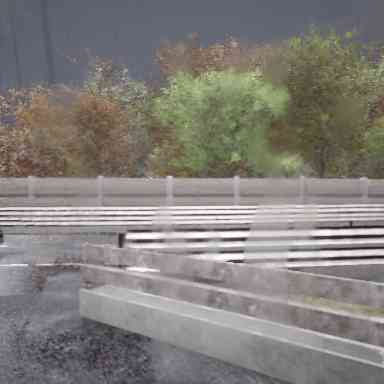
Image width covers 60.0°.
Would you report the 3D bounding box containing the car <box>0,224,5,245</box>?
[{"bbox_3d":[-9.234,1.304,11.692,4.553,1.767,2.097,0,0,3],"label":"car"}]
